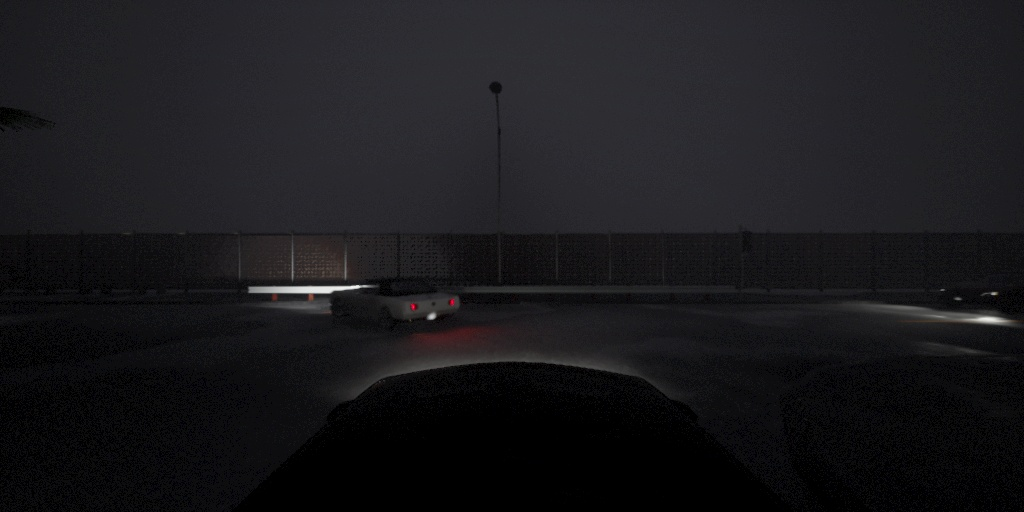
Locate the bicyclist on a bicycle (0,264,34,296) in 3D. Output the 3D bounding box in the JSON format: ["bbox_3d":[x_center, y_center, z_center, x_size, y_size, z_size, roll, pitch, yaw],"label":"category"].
[{"bbox_3d":[-24.101,0.974,17.084,0.582,1.620,1.656,0,31,0],"label":"bicyclist on a bicycle"}]

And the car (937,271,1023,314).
[{"bbox_3d":[18.550,1.273,13.070,4.674,1.442,1.812,0,0,0],"label":"car"}]

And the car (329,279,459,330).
[{"bbox_3d":[-3.871,1.357,11.236,4.718,1.301,1.895,0,0,41],"label":"car"}]
